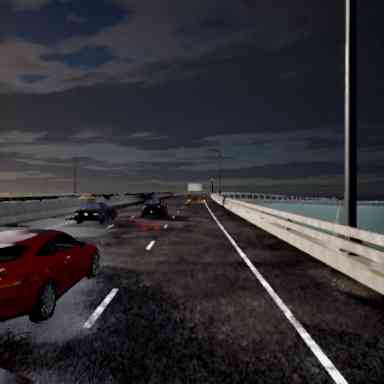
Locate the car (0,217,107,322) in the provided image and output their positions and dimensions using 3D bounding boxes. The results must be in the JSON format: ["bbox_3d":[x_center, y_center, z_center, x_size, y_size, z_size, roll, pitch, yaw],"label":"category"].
[{"bbox_3d":[-3.387,1.500,7.059,1.812,1.442,4.674,0,0,0],"label":"car"}]

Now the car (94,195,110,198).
[{"bbox_3d":[-16.755,1.290,63.896,1.812,1.442,4.674,0,0,1],"label":"car"}]

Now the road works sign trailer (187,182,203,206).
[{"bbox_3d":[0.461,0.283,50.095,2.380,3.560,2.880,0,0,1],"label":"road works sign trailer"}]

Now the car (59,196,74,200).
[{"bbox_3d":[-23.753,1.361,63.896,1.895,1.301,4.718,0,0,1],"label":"car"}]

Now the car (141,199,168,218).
[{"bbox_3d":[-3.235,1.388,29.217,2.128,1.511,4.902,0,0,1],"label":"car"}]

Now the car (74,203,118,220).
[{"bbox_3d":[-6.789,1.463,23.860,2.033,1.411,5.357,0,0,1],"label":"car"}]

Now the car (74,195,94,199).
[{"bbox_3d":[-20.255,1.243,63.905,1.882,1.535,5.008,0,0,1],"label":"car"}]
